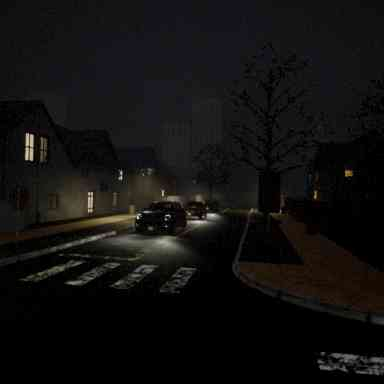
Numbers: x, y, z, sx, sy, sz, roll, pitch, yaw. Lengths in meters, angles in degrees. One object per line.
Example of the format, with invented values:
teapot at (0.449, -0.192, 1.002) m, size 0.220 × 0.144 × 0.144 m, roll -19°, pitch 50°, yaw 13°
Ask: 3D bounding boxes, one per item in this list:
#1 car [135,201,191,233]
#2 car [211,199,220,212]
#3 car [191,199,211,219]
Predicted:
car at (-1.699, 1.335, 19.526) m, size 2.097 × 1.767 × 4.553 m, roll 1°, pitch 0°, yaw 11°
car at (2.226, 1.561, 39.587) m, size 2.128 × 1.511 × 4.902 m, roll 1°, pitch 0°, yaw 11°
car at (0.222, 1.550, 29.388) m, size 1.812 × 1.442 × 4.674 m, roll 1°, pitch 0°, yaw 11°
